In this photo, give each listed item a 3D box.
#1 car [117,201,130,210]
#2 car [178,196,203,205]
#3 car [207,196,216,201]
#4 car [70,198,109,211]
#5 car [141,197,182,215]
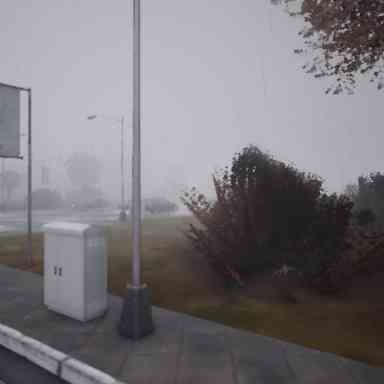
[{"bbox_3d":[-6.725,1.478,40.882,2.033,1.411,5.357,0,0,32],"label":"car"},{"bbox_3d":[-0.219,1.394,57.467,1.882,1.535,5.008,0,0,33],"label":"car"},{"bbox_3d":[3.217,1.436,56.331,1.882,1.535,5.008,0,0,33],"label":"car"},{"bbox_3d":[-12.011,1.416,39.085,2.128,1.511,4.902,0,0,32],"label":"car"},{"bbox_3d":[-3.352,1.300,32.953,2.097,1.767,4.553,0,0,32],"label":"car"}]
